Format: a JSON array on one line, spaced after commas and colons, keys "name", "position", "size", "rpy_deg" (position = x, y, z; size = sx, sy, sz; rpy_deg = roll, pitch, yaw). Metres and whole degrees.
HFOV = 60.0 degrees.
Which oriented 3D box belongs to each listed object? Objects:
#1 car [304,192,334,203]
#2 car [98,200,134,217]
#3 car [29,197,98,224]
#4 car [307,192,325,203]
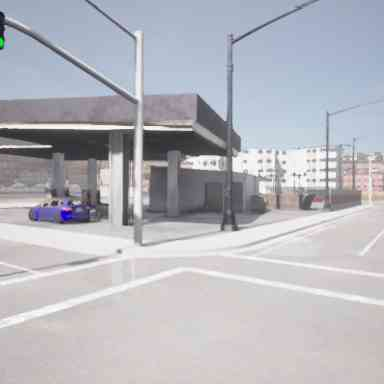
[{"name": "car", "position": [26.494, 1.108, 69.400], "size": [5.566, 2.045, 2.150], "rpy_deg": [0, 0, 36]}, {"name": "car", "position": [-6.123, 1.322, 27.215], "size": [3.806, 1.475, 1.970], "rpy_deg": [0, 0, 36]}, {"name": "car", "position": [-8.836, 1.166, 22.094], "size": [4.611, 1.667, 2.242], "rpy_deg": [0, 0, 36]}, {"name": "car", "position": [24.815, 1.363, 66.296], "size": [5.008, 1.535, 1.882], "rpy_deg": [0, 0, 36]}]
